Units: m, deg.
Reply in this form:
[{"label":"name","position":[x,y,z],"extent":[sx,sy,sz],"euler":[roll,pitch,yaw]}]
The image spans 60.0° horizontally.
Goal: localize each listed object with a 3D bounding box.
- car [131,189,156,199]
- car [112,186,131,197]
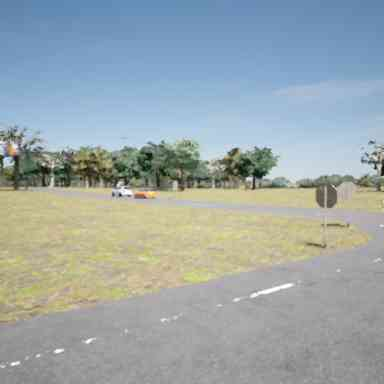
[{"label":"car","position":[-7.827,0.233,55.202],"extent":[2.097,1.767,4.553],"euler":[0,1,-36]},{"label":"car","position":[-13.184,-0.078,62.711],"extent":[2.150,2.045,5.566],"euler":[0,1,-36]}]
